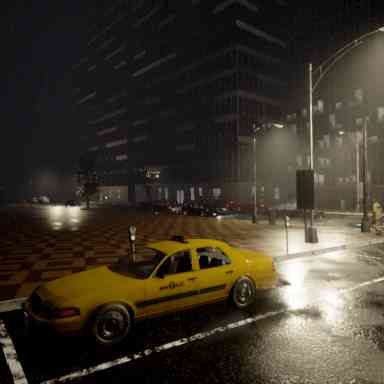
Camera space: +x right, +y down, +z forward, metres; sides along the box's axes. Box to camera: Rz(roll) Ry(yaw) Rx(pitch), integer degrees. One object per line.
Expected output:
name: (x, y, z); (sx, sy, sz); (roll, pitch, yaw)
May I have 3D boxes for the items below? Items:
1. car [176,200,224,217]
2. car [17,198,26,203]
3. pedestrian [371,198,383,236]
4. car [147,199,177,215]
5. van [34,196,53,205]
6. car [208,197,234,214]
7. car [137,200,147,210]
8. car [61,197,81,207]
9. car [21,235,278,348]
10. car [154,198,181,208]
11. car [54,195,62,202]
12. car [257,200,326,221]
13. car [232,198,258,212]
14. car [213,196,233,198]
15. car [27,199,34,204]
car: (0.760, 1.792, 33.877); (1.947, 1.339, 4.313); (-2, 1, -41)
car: (-43.343, 2.126, 85.013); (1.752, 1.417, 4.829); (-2, 1, -41)
pedestrian: (8.706, 1.138, 15.688); (0.375, 1.860, 0.375); (-1, 0, -35)
car: (-2.928, 1.698, 38.147); (1.967, 1.590, 4.097); (-2, 1, -41)
van: (-32.405, 1.852, 72.324); (1.690, 1.788, 3.998); (-2, 1, -41)
car: (1.851, 1.685, 36.586); (1.837, 1.490, 4.892); (-2, 1, -41)
car: (-5.678, 1.809, 45.341); (1.994, 1.385, 4.181); (-2, 1, -41)
car: (-21.346, 2.000, 59.510); (1.802, 1.307, 4.206); (-2, 1, -41)
car: (-0.464, 1.524, 6.245); (4.829, 1.417, 1.752); (0, -1, -35)
car: (-3.919, 1.714, 52.140); (1.947, 1.339, 4.313); (-2, 1, -41)
car: (-33.443, 1.943, 86.363); (1.887, 1.381, 4.507); (-2, 1, -41)
car: (8.620, 1.668, 28.735); (2.033, 1.411, 5.357); (-2, 1, -41)
car: (7.154, 1.634, 39.307); (1.802, 1.307, 4.206); (-2, 1, -41)
car: (3.456, 1.400, 43.579); (2.192, 1.841, 5.009); (-2, 1, -41)
car: (-35.975, 2.066, 76.469); (1.752, 1.417, 4.829); (-2, 1, -41)
